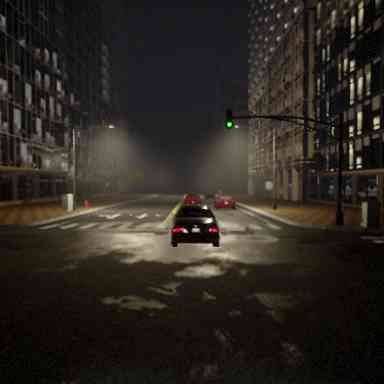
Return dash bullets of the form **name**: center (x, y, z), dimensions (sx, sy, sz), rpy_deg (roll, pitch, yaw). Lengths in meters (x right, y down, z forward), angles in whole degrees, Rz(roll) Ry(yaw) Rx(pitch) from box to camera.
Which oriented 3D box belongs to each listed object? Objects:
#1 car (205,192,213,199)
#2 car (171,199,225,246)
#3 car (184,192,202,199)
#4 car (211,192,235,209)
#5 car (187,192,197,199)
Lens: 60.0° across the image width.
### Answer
- **car**: center (3.272, 0.690, 59.628), dimensions (1.895, 1.301, 4.718), rpy_deg (0, 1, 1)
- **car**: center (0.119, 1.281, 13.916), dimensions (2.033, 1.411, 5.357), rpy_deg (0, 2, 0)
- **car**: center (0.099, 0.907, 37.450), dimensions (1.882, 1.535, 5.008), rpy_deg (0, 1, 0)
- **car**: center (3.349, 1.029, 34.750), dimensions (1.994, 1.385, 4.181), rpy_deg (0, 1, 0)
- **car**: center (0.037, 0.654, 62.204), dimensions (1.895, 1.301, 4.718), rpy_deg (0, 1, 1)
